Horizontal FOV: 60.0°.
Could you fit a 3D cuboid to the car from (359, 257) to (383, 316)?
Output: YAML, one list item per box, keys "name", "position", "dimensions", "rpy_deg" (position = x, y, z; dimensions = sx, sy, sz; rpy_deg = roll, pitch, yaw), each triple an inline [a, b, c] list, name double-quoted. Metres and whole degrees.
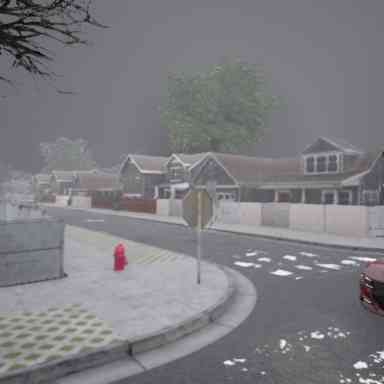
- name: "car"
  position: [5.372, 1.570, 6.782]
  dimensions: [5.008, 1.535, 1.882]
  rpy_deg: [1, 0, -36]

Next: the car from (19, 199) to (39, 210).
- name: "car"
  position: [-21.909, 1.647, 44.594]
  dimensions: [1.812, 1.442, 4.674]
  rpy_deg: [1, -1, -36]
